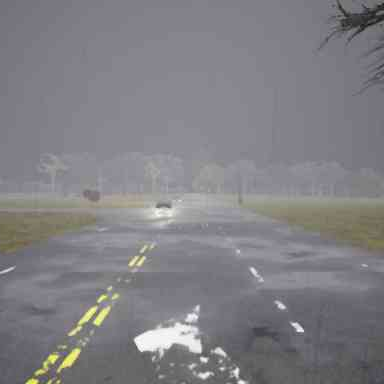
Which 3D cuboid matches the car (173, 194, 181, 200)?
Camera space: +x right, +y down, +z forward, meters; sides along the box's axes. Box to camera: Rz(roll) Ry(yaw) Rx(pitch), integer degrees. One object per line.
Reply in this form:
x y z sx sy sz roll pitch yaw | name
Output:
-3.764 1.204 84.652 1.837 1.490 4.892 0 0 0 | car

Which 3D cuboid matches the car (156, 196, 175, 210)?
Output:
-3.511 1.558 42.314 1.895 1.301 4.718 0 0 0 | car
